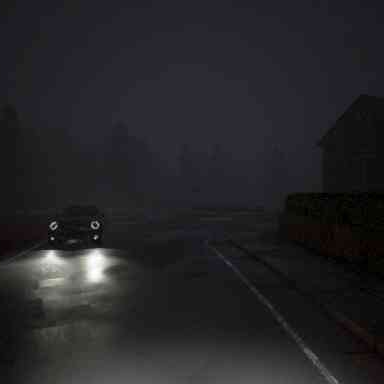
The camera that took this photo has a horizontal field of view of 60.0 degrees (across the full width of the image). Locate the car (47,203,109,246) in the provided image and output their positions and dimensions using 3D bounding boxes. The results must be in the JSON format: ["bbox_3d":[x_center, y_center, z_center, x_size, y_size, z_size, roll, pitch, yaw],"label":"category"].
[{"bbox_3d":[-4.965,1.318,15.055,2.097,1.767,4.553,0,0,-9],"label":"car"}]
